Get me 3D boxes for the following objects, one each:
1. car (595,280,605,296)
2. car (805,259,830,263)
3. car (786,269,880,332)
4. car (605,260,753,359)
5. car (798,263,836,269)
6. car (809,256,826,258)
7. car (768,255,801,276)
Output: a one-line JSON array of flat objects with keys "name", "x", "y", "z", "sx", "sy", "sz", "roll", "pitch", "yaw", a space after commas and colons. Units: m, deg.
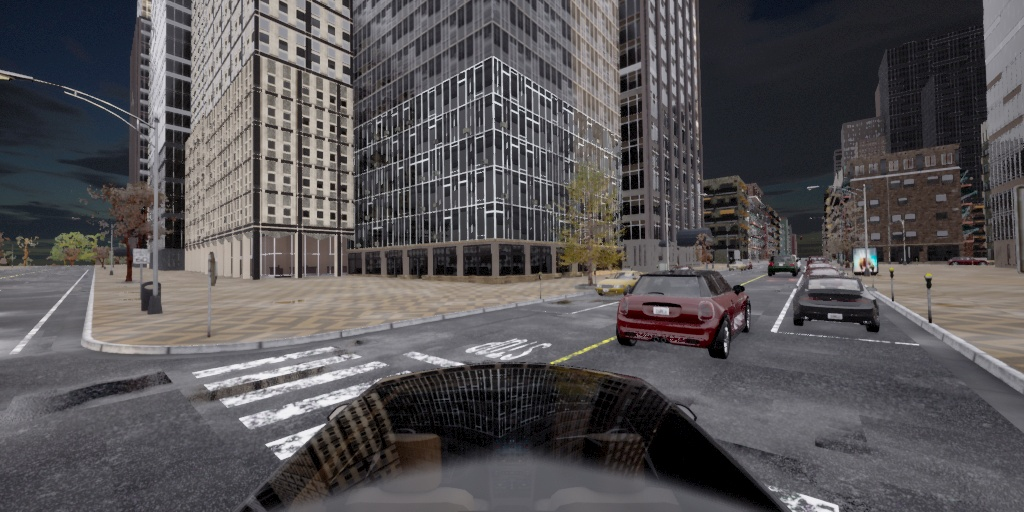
[{"name": "car", "x": 6.271, "y": 1.397, "z": 19.855, "sx": 1.751, "sy": 1.417, "sz": 4.829, "roll": 0, "pitch": 0, "yaw": 40}, {"name": "car", "x": 23.519, "y": 1.169, "z": 27.376, "sx": 1.888, "sy": 1.381, "sz": 4.507, "roll": 0, "pitch": 0, "yaw": 40}, {"name": "car", "x": 9.225, "y": 1.218, "z": 10.341, "sx": 2.007, "sy": 1.370, "sz": 4.403, "roll": 0, "pitch": 0, "yaw": 40}, {"name": "car", "x": 4.314, "y": 1.098, "z": 8.709, "sx": 2.097, "sy": 1.767, "sz": 4.553, "roll": -2, "pitch": -1, "yaw": 40}, {"name": "car", "x": 16.372, "y": 1.228, "z": 18.859, "sx": 1.802, "sy": 1.307, "sz": 4.207, "roll": 0, "pitch": 0, "yaw": 40}, {"name": "car", "x": 34.239, "y": 0.907, "z": 40.152, "sx": 2.192, "sy": 1.841, "sz": 5.009, "roll": 0, "pitch": 0, "yaw": 40}, {"name": "car", "x": 26.389, "y": 0.899, "z": 34.909, "sx": 2.150, "sy": 2.045, "sz": 5.566, "roll": -2, "pitch": -1, "yaw": 40}]
